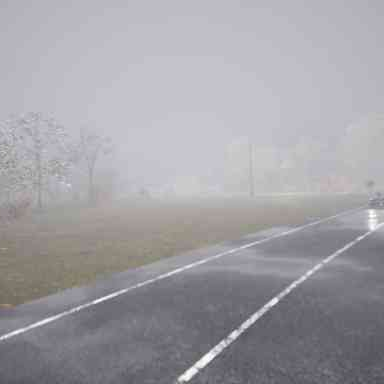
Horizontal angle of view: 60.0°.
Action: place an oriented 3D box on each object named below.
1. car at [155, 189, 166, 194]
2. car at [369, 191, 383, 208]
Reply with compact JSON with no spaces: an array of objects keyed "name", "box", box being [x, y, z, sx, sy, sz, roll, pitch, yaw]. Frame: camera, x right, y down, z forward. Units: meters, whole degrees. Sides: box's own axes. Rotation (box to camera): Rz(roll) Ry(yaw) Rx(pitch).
[{"name":"car","box":[-8.208,0.078,85.652,4.674,1.442,1.812,-2,1,38]},{"name":"car","box":[16.530,0.575,28.423,1.895,1.301,4.718,-4,0,39]}]
